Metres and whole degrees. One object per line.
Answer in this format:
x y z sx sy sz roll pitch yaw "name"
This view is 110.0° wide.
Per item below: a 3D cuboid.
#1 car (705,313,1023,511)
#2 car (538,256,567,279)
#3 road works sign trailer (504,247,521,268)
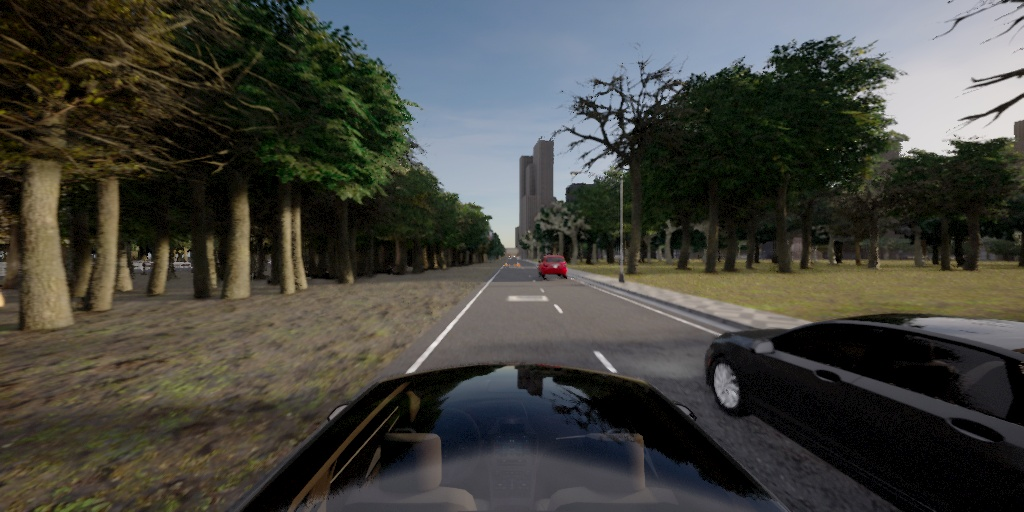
3.602 1.255 3.055 1.837 1.490 4.892 0 0 0 "car"
3.612 0.980 32.533 2.150 2.045 5.566 0 0 0 "car"
0.022 0.268 63.490 2.380 3.560 2.880 0 0 0 "road works sign trailer"
